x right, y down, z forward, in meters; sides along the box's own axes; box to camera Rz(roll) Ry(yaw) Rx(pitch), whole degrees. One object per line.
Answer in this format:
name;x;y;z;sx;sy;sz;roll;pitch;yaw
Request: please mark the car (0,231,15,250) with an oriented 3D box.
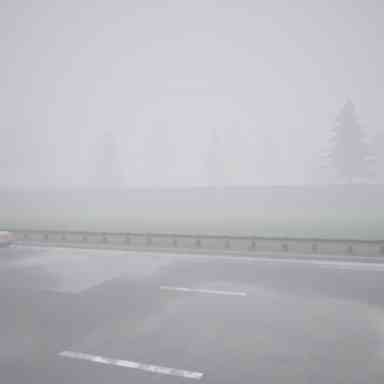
car;-9.443;1.801;12.941;4.718;1.301;1.895;-1;0;18
